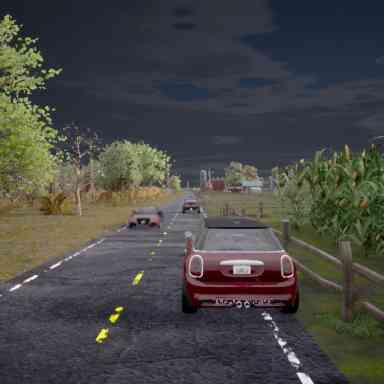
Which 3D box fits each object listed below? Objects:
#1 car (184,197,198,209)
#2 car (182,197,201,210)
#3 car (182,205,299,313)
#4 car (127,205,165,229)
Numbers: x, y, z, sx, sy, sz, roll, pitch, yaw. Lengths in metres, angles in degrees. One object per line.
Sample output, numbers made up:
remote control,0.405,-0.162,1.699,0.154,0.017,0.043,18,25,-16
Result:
car,-0.124,1.468,45.911,1.837,1.490,4.892,0,0,0
car,-0.072,1.483,36.001,1.837,1.490,4.892,0,0,0
car,0.871,1.350,7.808,2.097,1.767,4.553,0,0,0
car,-2.836,1.555,21.336,1.994,1.385,4.181,0,0,0
